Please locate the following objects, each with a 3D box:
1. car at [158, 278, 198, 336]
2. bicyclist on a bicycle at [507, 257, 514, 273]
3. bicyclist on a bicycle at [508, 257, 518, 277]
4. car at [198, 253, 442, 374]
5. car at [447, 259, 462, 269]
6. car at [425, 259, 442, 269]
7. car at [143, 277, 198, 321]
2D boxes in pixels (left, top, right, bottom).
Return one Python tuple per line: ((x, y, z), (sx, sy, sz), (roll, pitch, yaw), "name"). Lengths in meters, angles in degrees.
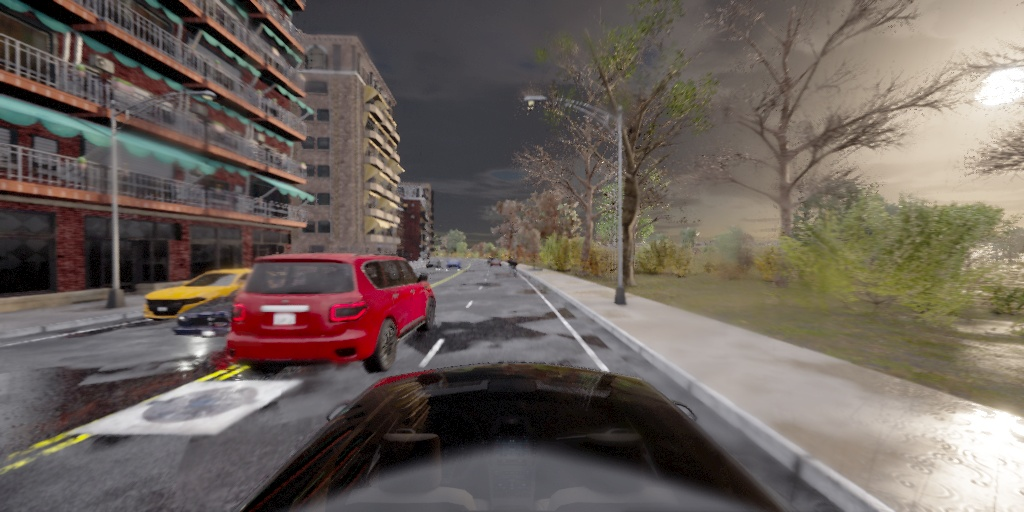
((-6.655, 1.295, 10.486), (2.033, 1.411, 5.357), (0, 0, -1), "car")
((-0.211, 1.027, 41.262), (0.659, 1.776, 1.843), (0, 0, -3), "bicyclist on a bicycle")
((0.242, 1.049, 32.197), (0.659, 1.776, 1.843), (0, 0, -3), "bicyclist on a bicycle")
((-3.181, 0.967, 7.671), (2.150, 2.045, 5.566), (0, 0, 0), "car")
((-8.393, 1.130, 52.289), (1.882, 1.535, 5.008), (0, 0, -4), "car")
((-11.778, 1.164, 54.278), (1.837, 1.490, 4.892), (0, 0, -4), "car")
((-9.940, 1.229, 12.649), (1.882, 1.535, 5.008), (0, 0, -1), "car")
